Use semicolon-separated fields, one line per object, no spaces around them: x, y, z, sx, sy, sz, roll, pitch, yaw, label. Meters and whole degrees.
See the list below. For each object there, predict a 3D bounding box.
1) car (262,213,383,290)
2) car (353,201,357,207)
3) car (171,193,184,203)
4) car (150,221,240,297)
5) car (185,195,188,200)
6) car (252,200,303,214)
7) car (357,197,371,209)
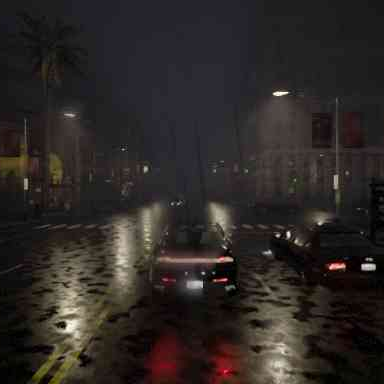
3.565;1.552;9.183;2.033;1.411;5.357;0;0;1;car
26.052;1.500;48.205;5.008;1.535;1.882;0;0;0;car
-3.479;1.573;71.848;2.033;1.411;5.357;0;0;0;car
0.062;1.496;8.572;2.128;1.511;4.902;0;0;0;car
-2.384;1.520;92.953;1.882;1.535;5.008;0;0;13;car
8.555;1.507;33.421;4.902;1.511;2.128;0;0;15;car
25.432;1.525;44.695;4.892;1.490;1.837;0;0;0;car
